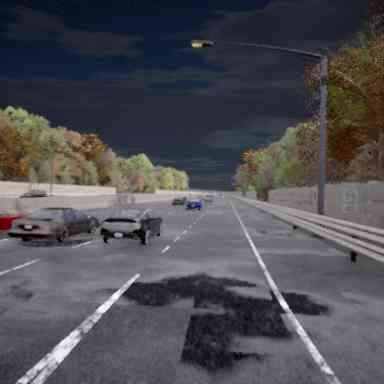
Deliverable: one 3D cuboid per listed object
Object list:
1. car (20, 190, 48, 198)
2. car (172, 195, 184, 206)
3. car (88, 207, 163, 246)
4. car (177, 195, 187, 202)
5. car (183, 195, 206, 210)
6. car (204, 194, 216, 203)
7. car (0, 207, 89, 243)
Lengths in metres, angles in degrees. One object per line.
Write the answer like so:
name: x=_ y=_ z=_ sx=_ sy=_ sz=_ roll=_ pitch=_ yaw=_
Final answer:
car: x=-26.502 y=0.653 z=56.073 sx=2.150 sy=2.045 sz=5.566 roll=2 pitch=0 yaw=6
car: x=-2.041 y=1.547 z=54.600 sx=1.837 sy=1.490 sz=4.892 roll=2 pitch=0 yaw=6
car: x=-2.558 y=1.448 z=15.104 sx=2.128 sy=1.511 sz=4.902 roll=2 pitch=0 yaw=6
car: x=-2.510 y=1.559 z=84.422 sx=1.882 sy=1.535 sz=5.008 roll=2 pitch=0 yaw=6
car: x=0.410 y=1.568 z=44.137 sx=1.882 sy=1.535 sz=5.008 roll=2 pitch=0 yaw=6
car: x=4.058 y=1.810 z=79.892 sx=1.994 sy=1.385 sz=4.181 roll=2 pitch=0 yaw=6
car: x=-6.057 y=1.406 z=15.300 sx=2.033 sy=1.411 sz=5.357 roll=2 pitch=0 yaw=6
